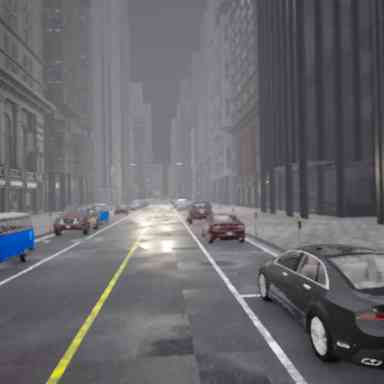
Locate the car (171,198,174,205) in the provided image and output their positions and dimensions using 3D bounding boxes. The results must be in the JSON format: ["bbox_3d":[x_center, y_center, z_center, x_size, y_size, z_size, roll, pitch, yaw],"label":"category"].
[{"bbox_3d":[-2.604,2.422,67.611,1.967,1.590,4.097,-1,-1,-5],"label":"car"}]

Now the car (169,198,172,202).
[{"bbox_3d":[-4.425,2.776,90.080,1.967,1.590,4.097,-1,-1,-5],"label":"car"}]

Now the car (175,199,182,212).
[{"bbox_3d":[-1.250,2.245,50.928,1.752,1.417,4.829,-1,-1,-5],"label":"car"}]

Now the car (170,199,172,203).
[{"bbox_3d":[-3.512,2.709,78.844,2.008,1.369,4.403,-1,-1,-5],"label":"car"}]

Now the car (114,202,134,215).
[{"bbox_3d":[-9.275,2.323,44.437,1.887,1.381,4.507,-1,-1,-5],"label":"car"}]

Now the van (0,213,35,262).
[{"bbox_3d":[-6.547,1.607,10.735,1.690,1.788,3.998,-1,-1,-5],"label":"van"}]

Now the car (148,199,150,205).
[{"bbox_3d":[-12.467,2.711,83.763,2.192,1.841,5.009,-1,-1,-5],"label":"car"}]

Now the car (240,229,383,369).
[{"bbox_3d":[2.407,1.585,5.821,2.008,1.369,4.403,-1,-1,-5],"label":"car"}]

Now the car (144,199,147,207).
[{"bbox_3d":[-11.551,2.785,72.525,1.947,1.339,4.313,-1,-1,-5],"label":"car"}]

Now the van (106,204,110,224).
[{"bbox_3d":[-7.913,1.860,27.586,1.690,1.788,3.998,-1,-1,-5],"label":"van"}]

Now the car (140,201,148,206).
[{"bbox_3d":[-12.918,3.030,89.378,1.887,1.381,4.507,-1,-1,-5],"label":"car"}]

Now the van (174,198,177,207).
[{"bbox_3d":[-1.696,2.146,56.378,1.690,1.788,3.998,-1,-1,-5],"label":"van"}]

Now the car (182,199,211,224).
[{"bbox_3d":[0.580,1.685,28.292,2.192,1.841,5.009,-1,-1,-5],"label":"car"}]

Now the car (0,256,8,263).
[{"bbox_3d":[-3.022,1.555,1.491,1.882,1.535,5.008,-1,-1,-5],"label":"car"}]

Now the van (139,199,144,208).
[{"bbox_3d":[-11.101,2.472,66.910,1.690,1.788,3.998,-1,-1,-5],"label":"van"}]

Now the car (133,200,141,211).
[{"bbox_3d":[-10.186,2.520,55.672,1.947,1.339,4.313,-1,-1,-5],"label":"car"}]

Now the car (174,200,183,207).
[{"bbox_3d":[-3.071,2.598,73.397,1.752,1.417,4.829,-1,-1,-5],"label":"car"}]

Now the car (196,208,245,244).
[{"bbox_3d":[1.496,1.745,17.055,1.887,1.381,4.507,-1,-1,-5],"label":"car"}]

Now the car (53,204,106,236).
[{"bbox_3d":[-7.458,1.749,21.970,2.192,1.841,5.009,-1,-1,-5],"label":"car"}]
